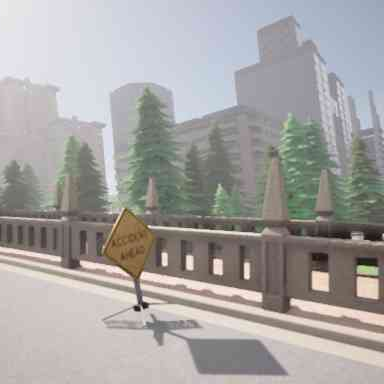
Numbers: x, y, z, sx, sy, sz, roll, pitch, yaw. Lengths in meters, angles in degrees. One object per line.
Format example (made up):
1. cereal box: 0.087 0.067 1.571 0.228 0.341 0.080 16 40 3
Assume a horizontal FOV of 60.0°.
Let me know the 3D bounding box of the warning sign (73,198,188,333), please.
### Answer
1. warning sign: -1.025 1.170 5.755 1.060 1.860 1.300 -9 2 35
